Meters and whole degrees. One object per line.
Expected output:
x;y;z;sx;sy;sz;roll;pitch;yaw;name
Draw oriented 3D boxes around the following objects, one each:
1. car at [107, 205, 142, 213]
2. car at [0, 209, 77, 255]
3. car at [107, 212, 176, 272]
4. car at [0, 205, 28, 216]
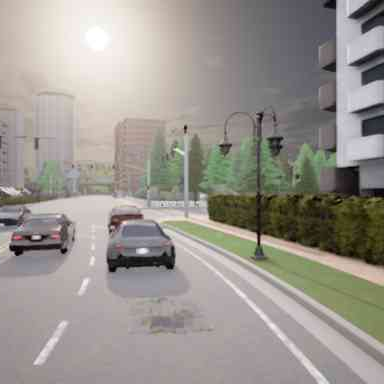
-3.980;1.513;19.814;1.882;1.535;5.008;0;0;-16;car
-5.866;1.580;13.587;2.033;1.411;5.357;0;0;-15;car
-1.756;1.582;11.012;1.994;1.385;4.181;0;0;-12;car
-12.118;1.607;22.552;2.033;1.411;5.357;0;0;-16;car
